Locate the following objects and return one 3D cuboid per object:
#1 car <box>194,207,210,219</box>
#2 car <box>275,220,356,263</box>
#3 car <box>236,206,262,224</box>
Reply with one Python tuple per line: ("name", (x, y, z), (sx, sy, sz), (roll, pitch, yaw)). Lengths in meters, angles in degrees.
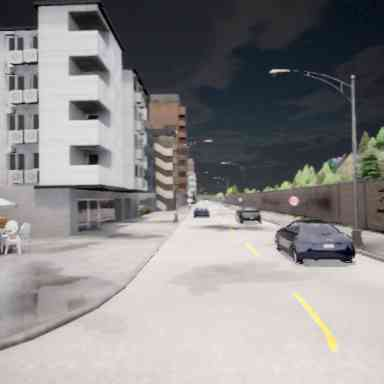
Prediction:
("car", (1.153, 2.378, 38.537), (1.895, 1.301, 4.718), (-1, -1, 2))
("car", (4.515, 1.758, 12.780), (1.994, 1.385, 4.181), (-1, -1, 2))
("car", (5.091, 2.033, 30.194), (2.128, 1.511, 4.902), (-1, -1, 2))
